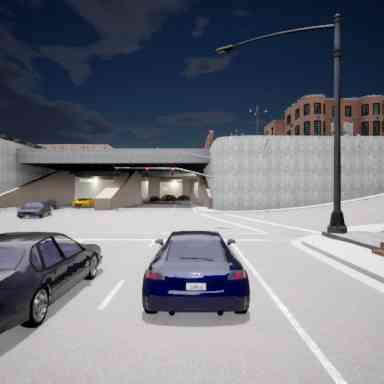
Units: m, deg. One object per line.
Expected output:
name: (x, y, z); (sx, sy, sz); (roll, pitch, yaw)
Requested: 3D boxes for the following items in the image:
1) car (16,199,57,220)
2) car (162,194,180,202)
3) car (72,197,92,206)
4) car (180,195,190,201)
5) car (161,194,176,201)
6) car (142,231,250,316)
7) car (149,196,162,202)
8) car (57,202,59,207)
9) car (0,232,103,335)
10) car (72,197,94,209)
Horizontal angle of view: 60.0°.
car: (-13.597, 1.547, 28.953); (2.033, 1.411, 5.357); (0, 0, -12)
car: (-4.749, 1.355, 75.126); (2.097, 1.767, 4.553); (0, 0, 6)
car: (-18.583, 1.600, 56.337); (1.895, 1.301, 4.718); (0, 0, -1)
car: (-2.119, 1.524, 84.921); (1.812, 1.442, 4.674); (0, 0, 28)
car: (-5.925, 1.355, 84.884); (2.097, 1.767, 4.553); (0, 0, 24)
car: (0.078, 1.564, 7.614); (1.994, 1.385, 4.181); (0, 0, 0)
car: (-8.268, 1.540, 74.834); (2.033, 1.411, 5.357); (0, 0, 6)
car: (-18.218, 1.547, 41.199); (2.033, 1.411, 5.357); (0, 0, -2)
car: (-3.424, 1.547, 6.917); (2.033, 1.411, 5.357); (0, 0, 0)
car: (-14.835, 1.477, 45.690); (1.882, 1.535, 5.008); (0, 0, -1)
